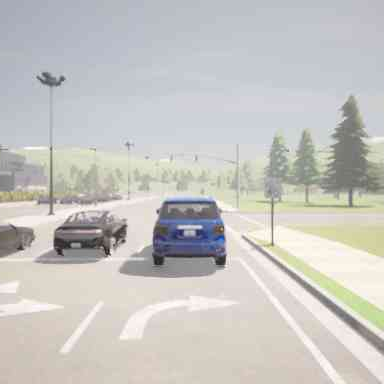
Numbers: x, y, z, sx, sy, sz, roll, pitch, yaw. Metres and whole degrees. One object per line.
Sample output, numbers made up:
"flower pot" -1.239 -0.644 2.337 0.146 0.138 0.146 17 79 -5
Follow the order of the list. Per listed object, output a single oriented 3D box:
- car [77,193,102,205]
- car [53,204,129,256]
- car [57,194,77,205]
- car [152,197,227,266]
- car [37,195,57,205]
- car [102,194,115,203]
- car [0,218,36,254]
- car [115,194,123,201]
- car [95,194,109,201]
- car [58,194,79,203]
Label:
"car" -16.441 1.288 53.454 1.812 1.442 4.674 0 0 0
"car" -3.654 1.434 12.748 2.128 1.511 4.902 0 0 -1
"car" -19.931 1.264 54.632 1.837 1.490 4.892 0 0 0
"car" -0.091 1.167 11.467 2.150 2.045 5.566 0 0 -1
"car" -23.423 1.269 54.110 1.837 1.490 4.892 0 0 0
"car" -16.406 1.197 62.538 1.882 1.535 5.008 0 0 0
"car" -7.108 1.502 10.840 2.033 1.411 5.357 0 0 -1
"car" -16.426 1.224 72.628 1.994 1.385 4.181 0 0 0
"car" -19.929 1.222 73.874 1.994 1.385 4.181 0 0 0
"car" -23.408 1.218 63.243 2.128 1.511 4.902 0 0 0
